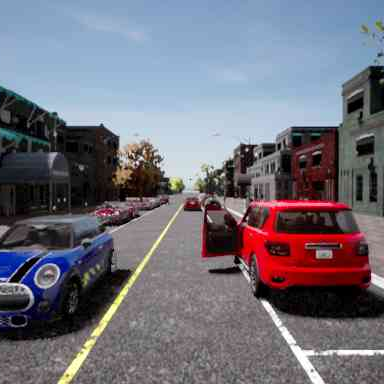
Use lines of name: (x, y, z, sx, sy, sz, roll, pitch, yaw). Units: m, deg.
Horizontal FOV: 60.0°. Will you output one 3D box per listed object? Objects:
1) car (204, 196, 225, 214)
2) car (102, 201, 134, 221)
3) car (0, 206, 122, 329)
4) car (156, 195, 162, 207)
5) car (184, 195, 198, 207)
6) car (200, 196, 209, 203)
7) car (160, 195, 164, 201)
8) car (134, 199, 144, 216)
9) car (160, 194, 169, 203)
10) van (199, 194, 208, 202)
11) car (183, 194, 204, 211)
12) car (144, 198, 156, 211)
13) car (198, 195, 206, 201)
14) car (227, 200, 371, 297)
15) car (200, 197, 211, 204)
car: (2.591, 1.544, 40.655, 1.947, 1.339, 4.313, -1, 0, 0)
car: (-5.751, 1.427, 23.988, 1.967, 1.590, 4.097, -1, 0, 0)
car: (-3.118, 1.348, 7.237, 2.097, 1.767, 4.553, 0, 0, 0)
car: (-5.803, 1.525, 46.181, 2.008, 1.369, 4.403, -1, 0, 0)
car: (-0.119, 1.324, 50.257, 2.097, 1.767, 4.553, 0, 0, 0)
car: (2.525, 1.486, 68.567, 1.752, 1.417, 4.829, -1, 0, 0)
car: (-5.815, 1.553, 51.730, 1.802, 1.307, 4.206, -1, 0, 0)
car: (-5.763, 1.529, 29.537, 1.887, 1.381, 4.507, -1, 0, 0)
car: (-5.857, 1.276, 68.374, 2.192, 1.841, 5.009, -1, 0, 0)
van: (2.510, 1.299, 73.945, 1.690, 1.788, 3.998, -1, 0, 0)
car: (-0.006, 1.330, 40.133, 2.097, 1.767, 4.553, 0, 0, -2)
car: (-5.789, 1.560, 40.633, 1.802, 1.307, 4.206, -1, 0, 0)
car: (2.486, 1.475, 85.212, 1.752, 1.417, 4.829, -1, 0, 0)
car: (2.374, 1.216, 8.673, 2.150, 2.045, 5.566, 0, 0, 0)
car: (2.539, 1.547, 62.848, 1.802, 1.307, 4.206, -1, 0, 0)
